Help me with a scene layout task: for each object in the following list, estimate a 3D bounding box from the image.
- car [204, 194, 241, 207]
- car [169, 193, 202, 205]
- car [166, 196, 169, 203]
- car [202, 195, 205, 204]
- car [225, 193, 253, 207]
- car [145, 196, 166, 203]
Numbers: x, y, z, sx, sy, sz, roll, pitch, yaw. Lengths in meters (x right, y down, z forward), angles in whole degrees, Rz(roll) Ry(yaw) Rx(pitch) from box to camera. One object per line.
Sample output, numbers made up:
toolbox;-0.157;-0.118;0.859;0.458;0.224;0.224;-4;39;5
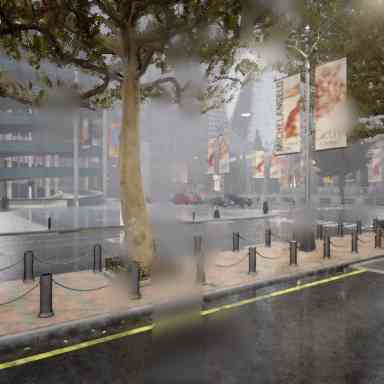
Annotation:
car;4.583;1.492;50.713;2.128;1.511;4.902;0;0;-35
car;-1.166;1.221;58.722;2.150;2.045;5.566;0;0;-36
car;-5.116;1.547;69.055;2.033;1.411;5.357;0;0;-45
car;1.494;1.352;60.949;2.097;1.767;4.553;0;0;-37
car;7.194;1.221;53.084;2.150;2.045;5.566;0;0;-36
car;-8.064;1.506;66.818;4.892;1.490;1.837;0;0;42
